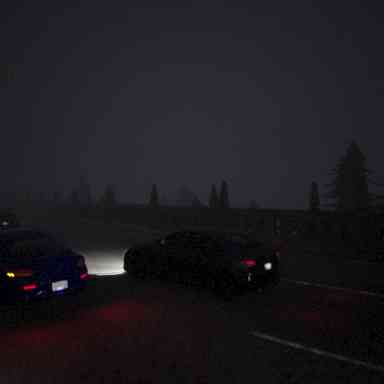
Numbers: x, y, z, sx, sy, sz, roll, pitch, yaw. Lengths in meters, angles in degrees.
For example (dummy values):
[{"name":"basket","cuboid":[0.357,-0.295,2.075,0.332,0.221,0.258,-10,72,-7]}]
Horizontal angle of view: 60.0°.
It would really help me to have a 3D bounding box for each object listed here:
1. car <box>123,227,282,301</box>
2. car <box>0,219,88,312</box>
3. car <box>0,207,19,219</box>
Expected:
[{"name":"car","cuboid":[0.132,1.609,8.583,4.181,1.385,1.994,0,0,39]},{"name":"car","cuboid":[-4.193,1.574,7.659,4.674,1.442,1.812,0,0,41]},{"name":"car","cuboid":[-12.334,1.658,21.146,1.812,1.442,4.674,0,0,-40]}]
